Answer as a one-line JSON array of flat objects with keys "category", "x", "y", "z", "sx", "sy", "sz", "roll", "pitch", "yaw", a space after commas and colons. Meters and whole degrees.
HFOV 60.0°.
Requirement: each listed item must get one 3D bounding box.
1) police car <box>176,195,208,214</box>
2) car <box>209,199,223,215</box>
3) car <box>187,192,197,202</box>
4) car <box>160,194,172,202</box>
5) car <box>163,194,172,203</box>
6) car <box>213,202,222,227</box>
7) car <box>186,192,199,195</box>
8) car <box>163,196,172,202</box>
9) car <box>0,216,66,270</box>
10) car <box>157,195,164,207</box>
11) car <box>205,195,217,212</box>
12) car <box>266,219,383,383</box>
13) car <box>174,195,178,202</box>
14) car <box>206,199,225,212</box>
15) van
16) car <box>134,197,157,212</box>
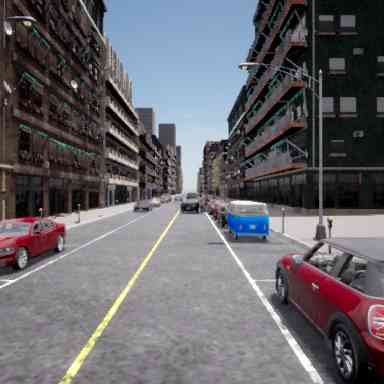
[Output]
[{"category": "police car", "x": 0.294, "y": 1.419, "z": 35.976, "sx": 1.930, "sy": 1.638, "sz": 5.238, "roll": -1, "pitch": -1, "yaw": 16}, {"category": "car", "x": 2.692, "y": 1.536, "z": 27.916, "sx": 1.887, "sy": 1.381, "sz": 4.507, "roll": 0, "pitch": 0, "yaw": 0}, {"category": "car", "x": 0.000, "y": 1.062, "z": 72.094, "sx": 2.150, "sy": 2.045, "sz": 5.566, "roll": 0, "pitch": 0, "yaw": 0}, {"category": "car", "x": -5.688, "y": 1.278, "z": 73.011, "sx": 2.192, "sy": 1.841, "sz": 5.009, "roll": 0, "pitch": 0, "yaw": 0}, {"category": "car", "x": -5.689, "y": 1.407, "z": 67.375, "sx": 1.967, "sy": 1.590, "sz": 4.097, "roll": 0, "pitch": 0, "yaw": 0}, {"category": "car", "x": 2.691, "y": 1.559, "z": 22.280, "sx": 1.947, "sy": 1.339, "sz": 4.313, "roll": 0, "pitch": 0, "yaw": 0}, {"category": "car", "x": 0.590, "y": 1.218, "z": 51.663, "sx": 2.150, "sy": 2.045, "sz": 5.566, "roll": 0, "pitch": 1, "yaw": -2}, {"category": "car", "x": -5.690, "y": 1.540, "z": 78.648, "sx": 1.802, "sy": 1.307, "sz": 4.206, "roll": 0, "pitch": 0, "yaw": 0}, {"category": "car", "x": -5.689, "y": 1.541, "z": 11.010, "sx": 1.887, "sy": 1.381, "sz": 4.507, "roll": 0, "pitch": 0, "yaw": 0}, {"category": "car", "x": -5.689, "y": 1.505, "z": 50.295, "sx": 1.752, "sy": 1.417, "sz": 4.829, "roll": 0, "pitch": 0, "yaw": 0}, {"category": "car", "x": 2.692, "y": 1.429, "z": 33.553, "sx": 1.967, "sy": 1.590, "sz": 4.097, "roll": 0, "pitch": 0, "yaw": 0}, {"category": "car", "x": 2.692, "y": 1.438, "z": 5.370, "sx": 1.967, "sy": 1.590, "sz": 4.097, "roll": 0, "pitch": 0, "yaw": 0}, {"category": "car", "x": -3.001, "y": 1.445, "z": 75.959, "sx": 2.128, "sy": 1.511, "sz": 4.902, "roll": 0, "pitch": 0, "yaw": 0}, {"category": "car", "x": 2.692, "y": 1.537, "z": 39.188, "sx": 2.008, "sy": 1.369, "sz": 4.403, "roll": 0, "pitch": 0, "yaw": 0}, {"category": "van", "x": 2.692, "y": 1.336, "z": 16.643, "sx": 1.690, "sy": 1.788, "sz": 3.998, "roll": 0, "pitch": 0, "yaw": 0}, {"category": "car", "x": -5.689, "y": 1.552, "z": 39.191, "sx": 1.947, "sy": 1.339, "sz": 4.313, "roll": 0, "pitch": 0, "yaw": 0}]
